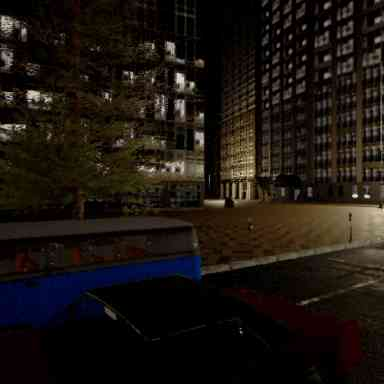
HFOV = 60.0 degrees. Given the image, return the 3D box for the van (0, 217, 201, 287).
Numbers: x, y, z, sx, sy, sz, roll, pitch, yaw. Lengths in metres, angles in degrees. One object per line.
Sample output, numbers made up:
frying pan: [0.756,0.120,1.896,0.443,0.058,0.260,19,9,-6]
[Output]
van: [-1.729,1.339,5.324,3.998,1.788,1.690,0,0,-36]

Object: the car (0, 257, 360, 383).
car: [-0.592,1.599,2.954,4.718,1.301,1.895,0,0,-35]
